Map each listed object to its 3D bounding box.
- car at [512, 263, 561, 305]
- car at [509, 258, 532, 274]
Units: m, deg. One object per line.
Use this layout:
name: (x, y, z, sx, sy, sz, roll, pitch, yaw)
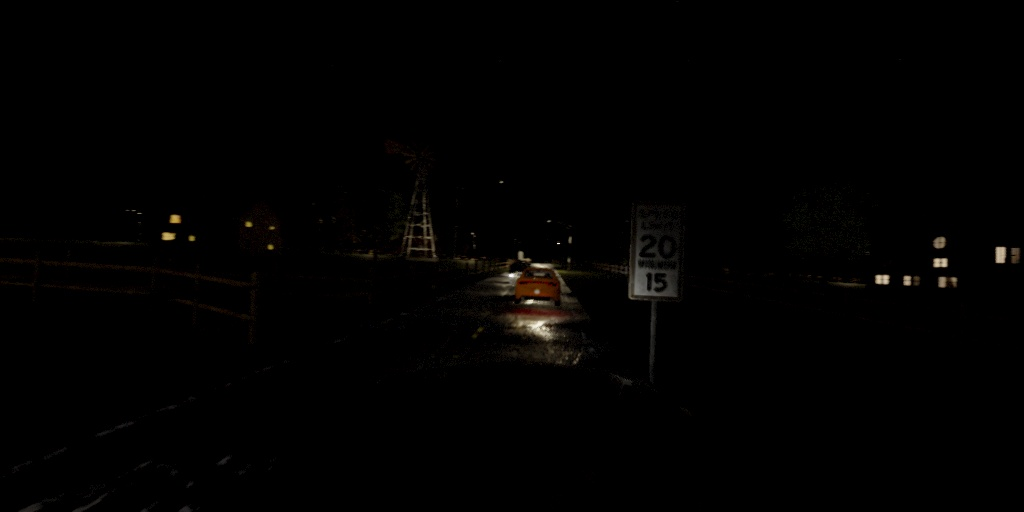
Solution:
car: (1.239, 1.284, 16.692, 1.882, 1.535, 5.008, 2, 0, 5)
car: (0.789, 1.338, 41.224, 2.033, 1.411, 5.357, 2, 0, 5)
